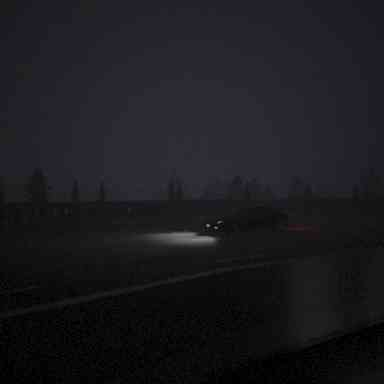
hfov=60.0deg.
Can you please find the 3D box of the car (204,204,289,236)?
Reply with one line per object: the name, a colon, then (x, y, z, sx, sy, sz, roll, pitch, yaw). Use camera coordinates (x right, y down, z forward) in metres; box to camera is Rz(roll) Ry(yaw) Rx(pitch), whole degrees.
car: (2.946, 1.426, 17.734, 4.892, 1.490, 1.837, 0, 0, -28)
